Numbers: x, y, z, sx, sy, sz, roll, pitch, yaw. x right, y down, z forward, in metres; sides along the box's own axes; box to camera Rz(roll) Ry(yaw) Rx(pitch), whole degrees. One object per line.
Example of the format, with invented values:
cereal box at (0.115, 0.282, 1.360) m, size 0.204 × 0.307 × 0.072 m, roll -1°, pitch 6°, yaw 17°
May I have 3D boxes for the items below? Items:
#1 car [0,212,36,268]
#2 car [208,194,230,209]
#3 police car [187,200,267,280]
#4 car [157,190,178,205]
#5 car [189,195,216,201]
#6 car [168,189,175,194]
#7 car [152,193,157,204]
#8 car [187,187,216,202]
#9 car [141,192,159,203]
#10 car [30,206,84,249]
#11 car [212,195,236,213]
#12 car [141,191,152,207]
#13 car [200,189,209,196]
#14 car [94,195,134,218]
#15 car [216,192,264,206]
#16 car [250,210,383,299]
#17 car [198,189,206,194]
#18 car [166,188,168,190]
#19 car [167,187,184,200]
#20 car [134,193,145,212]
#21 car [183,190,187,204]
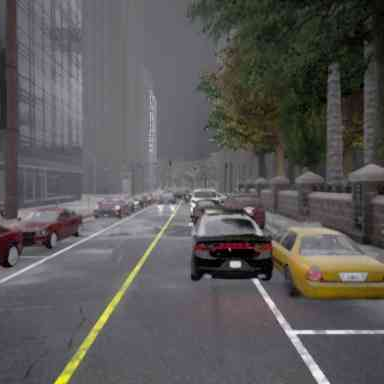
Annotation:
car at (-5.757, 1.404, 7.853) m, size 1.887 × 1.381 × 4.507 m, roll 0°, pitch 1°, yaw 0°
car at (2.786, 0.952, 35.131) m, size 1.947 × 1.339 × 4.313 m, roll 0°, pitch 1°, yaw 0°
police car at (0.906, 1.256, 9.508) m, size 1.930 × 1.638 × 5.238 m, roll 0°, pitch 1°, yaw 0°
car at (-3.035, 0.810, 41.032) m, size 1.812 × 1.442 × 4.674 m, roll 0°, pitch 1°, yaw 0°
car at (0.913, 1.164, 19.398) m, size 1.837 × 1.490 × 4.892 m, roll 0°, pitch 1°, yaw 0°
car at (-5.698, -0.037, 94.323) m, size 1.802 × 1.307 × 4.206 m, roll 0°, pitch 1°, yaw 0°
car at (-5.735, 0.732, 40.589) m, size 1.967 × 1.590 × 4.097 m, roll 0°, pitch 1°, yaw 0°
car at (0.918, 0.778, 25.423) m, size 2.150 × 2.045 × 5.566 m, roll 0°, pitch 1°, yaw 0°
car at (-5.731, 0.727, 45.876) m, size 1.752 × 1.417 × 4.829 m, roll 0°, pitch 1°, yaw 0°
car at (-5.754, 1.308, 13.310) m, size 1.887 × 1.381 × 4.507 m, roll 0°, pitch 1°, yaw 0°
car at (2.783, 1.003, 29.844) m, size 1.752 × 1.417 × 4.829 m, roll 0°, pitch 1°, yaw 0°
car at (-5.739, 0.931, 35.134) m, size 1.887 × 1.381 × 4.507 m, roll 0°, pitch 1°, yaw 0°
car at (2.816, 0.095, 78.005) m, size 1.967 × 1.590 × 4.097 m, roll 0°, pitch 1°, yaw 0°
car at (-5.746, 1.015, 24.220) m, size 1.967 × 1.590 × 4.097 m, roll 0°, pitch 1°, yaw 0°
car at (2.775, 0.984, 18.759) m, size 2.192 × 1.841 × 5.009 m, roll 0°, pitch 1°, yaw 0°
car at (2.768, 1.381, 8.021) m, size 1.752 × 1.417 × 4.829 m, roll 0°, pitch 1°, yaw 0°
car at (2.827, -0.068, 94.317) m, size 2.008 × 1.369 × 4.403 m, roll 0°, pitch 1°, yaw 0°
car at (-5.706, -0.121, 83.445) m, size 2.192 × 1.841 × 5.009 m, roll 0°, pitch 1°, yaw 0°
car at (-1.580, 0.389, 55.339) m, size 2.097 × 1.767 × 4.553 m, roll 0°, pitch 1°, yaw -38°
car at (-5.743, 1.031, 29.678) m, size 2.008 × 1.369 × 4.403 m, roll 0°, pitch 1°, yaw 0°
car at (0.030, 0.755, 44.248) m, size 1.812 × 1.442 × 4.674 m, roll 0°, pitch 1°, yaw 0°
